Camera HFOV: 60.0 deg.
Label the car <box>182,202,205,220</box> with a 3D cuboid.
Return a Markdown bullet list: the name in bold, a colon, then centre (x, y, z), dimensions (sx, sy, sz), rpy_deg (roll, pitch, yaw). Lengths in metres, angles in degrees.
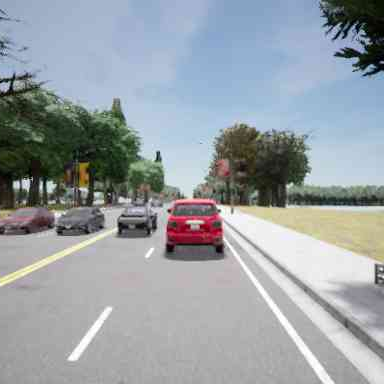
- **car**: centre (0.108, 1.762, 31.812), dimensions (2.033, 1.411, 5.357), rpy_deg (0, -1, 0)

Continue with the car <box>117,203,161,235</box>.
- **car**: centre (-3.146, 1.620, 19.868), dimensions (2.128, 1.511, 4.902), rpy_deg (0, 0, 0)

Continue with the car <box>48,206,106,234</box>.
- **car**: centre (-6.594, 1.634, 20.113), dimensions (1.837, 1.490, 4.892), rpy_deg (0, 0, 0)

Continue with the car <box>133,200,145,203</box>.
- **car**: centre (-9.752, 2.158, 61.646), dimensions (2.033, 1.411, 5.357), rpy_deg (0, -1, 1)

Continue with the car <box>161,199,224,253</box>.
- **car**: centre (0.102, 1.314, 14.247), dimensions (2.150, 2.045, 5.566), rpy_deg (0, 0, 0)

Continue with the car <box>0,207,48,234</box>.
- **car**: centre (-9.844, 1.655, 20.140), dimensions (1.812, 1.442, 4.674), rpy_deg (0, 0, 0)

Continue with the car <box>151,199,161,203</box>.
- **car**: centre (-6.513, 2.105, 61.643), dimensions (2.128, 1.511, 4.902), rpy_deg (0, -1, 1)
